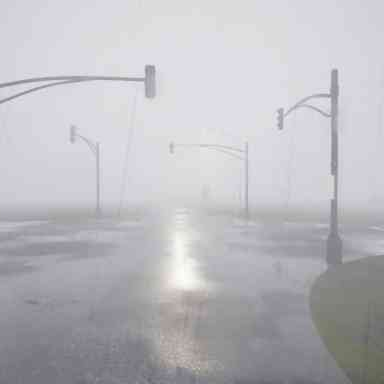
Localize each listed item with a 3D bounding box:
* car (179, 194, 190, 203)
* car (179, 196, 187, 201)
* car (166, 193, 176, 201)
[{"bbox_3d":[-1.617,1.384,69.929,2.097,1.767,4.553,0,0,-3],"label":"car"},{"bbox_3d":[-2.219,1.559,80.003,1.895,1.301,4.718,0,0,-4],"label":"car"},{"bbox_3d":[-4.604,1.013,74.022,2.097,1.767,4.553,0,0,-3],"label":"car"}]
